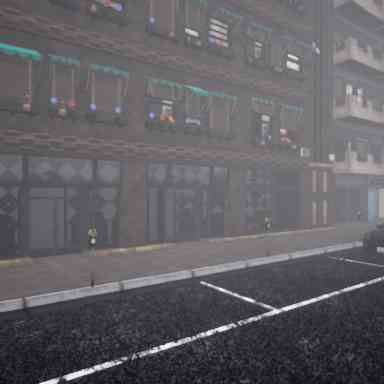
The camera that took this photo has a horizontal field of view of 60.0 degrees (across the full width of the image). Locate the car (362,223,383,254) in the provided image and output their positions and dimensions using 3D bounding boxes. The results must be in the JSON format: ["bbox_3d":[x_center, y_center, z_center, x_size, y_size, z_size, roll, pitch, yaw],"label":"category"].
[{"bbox_3d":[8.093,1.557,12.311,4.313,1.339,1.947,0,0,-35],"label":"car"}]
